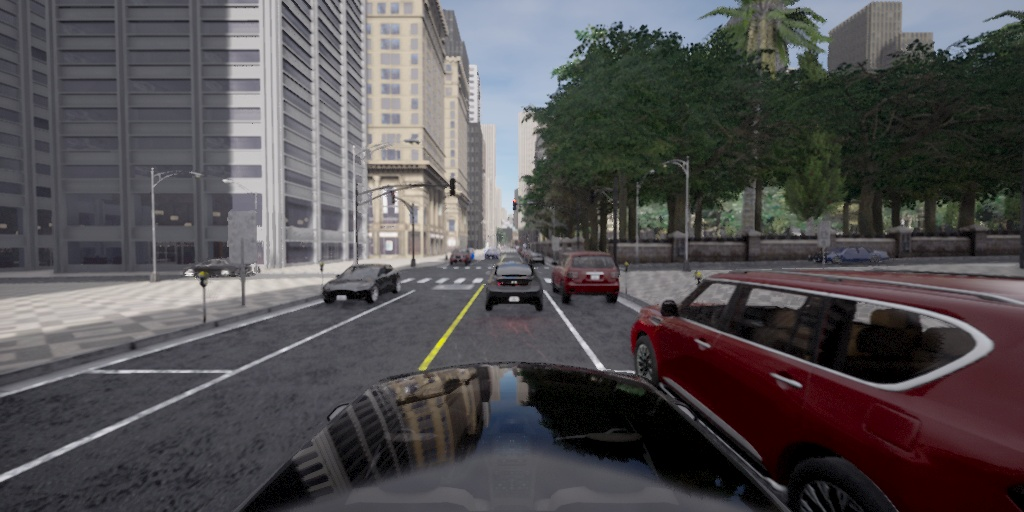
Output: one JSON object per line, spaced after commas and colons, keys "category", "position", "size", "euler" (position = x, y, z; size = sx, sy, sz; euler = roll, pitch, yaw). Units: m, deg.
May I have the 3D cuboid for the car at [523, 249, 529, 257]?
{"category": "car", "position": [2.732, 0.119, 46.285], "size": [1.802, 1.307, 4.207], "euler": [0, 0, 0]}

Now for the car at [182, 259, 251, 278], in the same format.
{"category": "car", "position": [-24.241, 0.981, 29.487], "size": [4.892, 1.490, 1.837], "euler": [-1, 1, 1]}

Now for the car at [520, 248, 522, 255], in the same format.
{"category": "car", "position": [2.720, -0.338, 62.540], "size": [1.802, 1.307, 4.207], "euler": [0, 0, 0]}

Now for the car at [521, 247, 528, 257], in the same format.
{"category": "car", "position": [2.728, -0.174, 51.704], "size": [1.967, 1.591, 4.097], "euler": [0, 0, 0]}

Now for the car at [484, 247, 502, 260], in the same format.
{"category": "car", "position": [-3.094, -0.352, 54.944], "size": [2.097, 1.767, 4.553], "euler": [0, 2, 0]}

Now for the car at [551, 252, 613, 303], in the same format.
{"category": "car", "position": [2.754, 0.730, 14.318], "size": [2.192, 1.841, 5.009], "euler": [0, 0, 0]}

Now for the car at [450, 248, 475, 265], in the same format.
{"category": "car", "position": [-5.790, 0.004, 40.881], "size": [2.192, 1.841, 5.009], "euler": [0, 0, 0]}

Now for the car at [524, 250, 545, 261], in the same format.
{"category": "car", "position": [2.736, 0.254, 40.867], "size": [1.948, 1.339, 4.313], "euler": [0, 0, 0]}

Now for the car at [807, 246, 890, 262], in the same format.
{"category": "car", "position": [27.408, -0.073, 29.274], "size": [5.357, 1.411, 2.033], "euler": [-1, 1, 0]}

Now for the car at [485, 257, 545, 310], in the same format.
{"category": "car", "position": [0.077, 0.958, 12.902], "size": [1.837, 1.490, 4.892], "euler": [0, 2, 0]}

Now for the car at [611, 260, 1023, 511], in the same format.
{"category": "car", "position": [2.762, 1.021, 3.347], "size": [2.192, 1.841, 5.009], "euler": [0, 0, 0]}

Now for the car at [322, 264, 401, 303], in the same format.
{"category": "car", "position": [-5.771, 0.982, 14.330], "size": [1.948, 1.339, 4.313], "euler": [0, 0, 0]}
